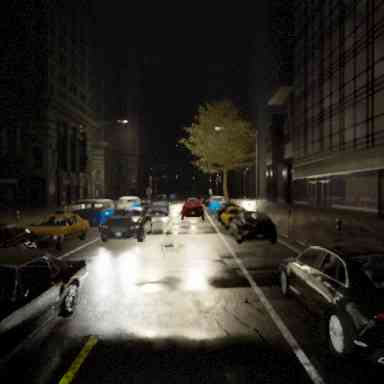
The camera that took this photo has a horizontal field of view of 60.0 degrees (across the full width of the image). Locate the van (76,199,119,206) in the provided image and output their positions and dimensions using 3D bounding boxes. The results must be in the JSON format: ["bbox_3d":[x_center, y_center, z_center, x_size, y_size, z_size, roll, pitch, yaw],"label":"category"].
[{"bbox_3d":[-5.770,1.339,19.816,1.690,1.788,3.998,0,0,0],"label":"van"}]

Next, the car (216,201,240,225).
[{"bbox_3d":[2.755,1.524,21.089,1.752,1.417,4.829,0,0,0],"label":"car"}]

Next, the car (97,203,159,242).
[{"bbox_3d":[-3.059,1.490,16.341,2.128,1.511,4.902,0,0,0],"label":"car"}]

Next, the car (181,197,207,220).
[{"bbox_3d":[0.072,1.477,28.523,1.882,1.535,5.008,0,0,0],"label":"car"}]

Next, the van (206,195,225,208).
[{"bbox_3d":[2.750,1.342,36.787,1.690,1.788,3.998,0,0,0],"label":"van"}]

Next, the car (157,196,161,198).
[{"bbox_3d":[-5.777,1.586,46.882,1.802,1.307,4.206,0,0,0],"label":"car"}]

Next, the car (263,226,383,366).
[{"bbox_3d":[2.760,1.550,5.758,2.008,1.369,4.403,0,0,0],"label":"car"}]

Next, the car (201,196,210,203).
[{"bbox_3d":[2.747,1.544,68.693,1.752,1.417,4.829,0,0,0],"label":"car"}]

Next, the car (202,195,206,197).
[{"bbox_3d":[2.748,1.555,47.364,2.008,1.369,4.403,0,0,0],"label":"car"}]

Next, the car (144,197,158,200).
[{"bbox_3d":[-5.776,1.552,41.470,2.008,1.369,4.403,0,0,0],"label":"car"}]

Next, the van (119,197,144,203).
[{"bbox_3d":[-5.773,1.340,30.643,1.690,1.788,3.998,0,0,0],"label":"van"}]

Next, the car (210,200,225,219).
[{"bbox_3d":[2.754,1.565,26.209,1.947,1.339,4.313,0,0,0],"label":"car"}]

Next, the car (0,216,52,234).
[{"bbox_3d":[-5.766,1.564,8.990,1.947,1.339,4.313,0,0,0],"label":"car"}]

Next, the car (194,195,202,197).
[{"bbox_3d":[0.083,1.529,45.699,1.812,1.442,4.674,0,0,0],"label":"car"}]

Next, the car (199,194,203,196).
[{"bbox_3d":[2.745,1.322,52.654,2.192,1.841,5.009,0,0,0],"label":"car"}]

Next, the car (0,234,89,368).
[{"bbox_3d":[-3.092,1.600,4.718,1.895,1.301,4.718,0,0,0],"label":"car"}]

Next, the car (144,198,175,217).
[{"bbox_3d":[-3.050,1.547,31.935,2.033,1.411,5.357,0,0,0],"label":"car"}]

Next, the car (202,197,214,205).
[{"bbox_3d":[2.744,1.555,57.943,1.887,1.381,4.507,0,0,0],"label":"car"}]

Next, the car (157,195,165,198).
[{"bbox_3d":[-5.779,1.551,52.296,1.887,1.381,4.507,0,0,0],"label":"car"}]

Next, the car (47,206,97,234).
[{"bbox_3d":[-5.768,1.523,14.233,1.752,1.417,4.829,0,0,0],"label":"car"}]

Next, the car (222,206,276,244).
[{"bbox_3d":[2.757,1.549,15.630,2.008,1.369,4.403,0,0,0],"label":"car"}]
